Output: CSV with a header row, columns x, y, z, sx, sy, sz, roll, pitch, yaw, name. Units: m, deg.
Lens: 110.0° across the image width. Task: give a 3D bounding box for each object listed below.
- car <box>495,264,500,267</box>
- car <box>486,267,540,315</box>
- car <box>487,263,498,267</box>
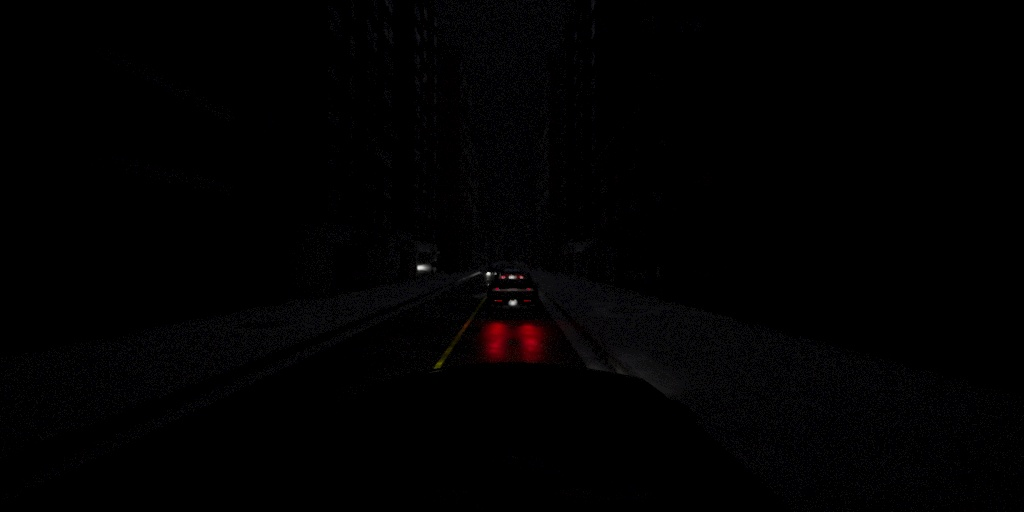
x,y,z,sx,sy,sz,roll,pitch,yaw,name
0.030,1.523,27.092,2.033,1.411,5.357,0,0,1,car
0.047,1.351,14.146,2.128,1.511,4.902,0,-1,0,car
-2.814,1.745,54.769,1.812,1.442,4.674,0,-1,0,car
